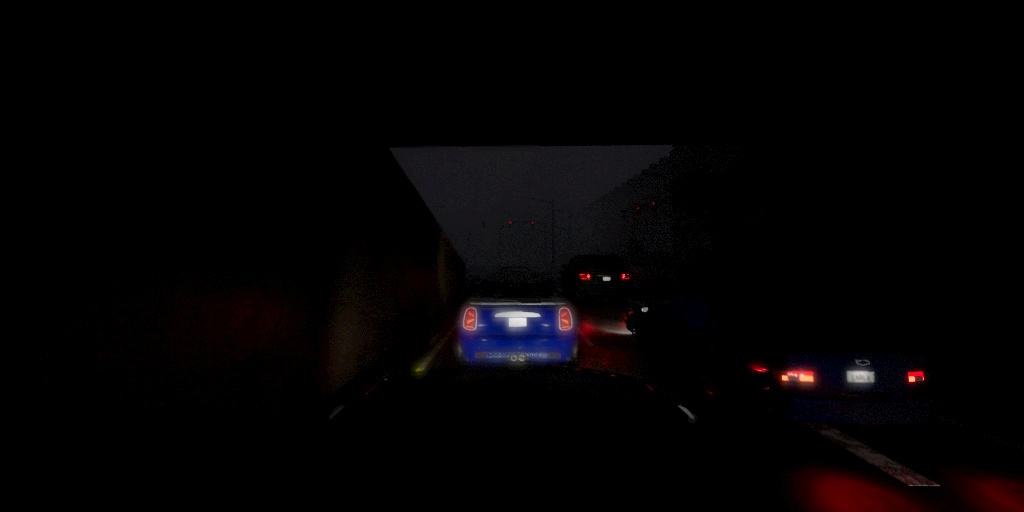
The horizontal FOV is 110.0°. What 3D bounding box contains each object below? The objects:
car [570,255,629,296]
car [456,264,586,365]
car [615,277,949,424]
[{"bbox_3d":[3.649,0.971,16.458,2.150,2.045,5.566,0,0,0],"label":"car"},{"bbox_3d":[0.108,1.102,7.984,2.097,1.767,4.553,0,0,0],"label":"car"},{"bbox_3d":[3.612,1.297,6.212,2.033,1.411,5.357,0,0,0],"label":"car"}]
